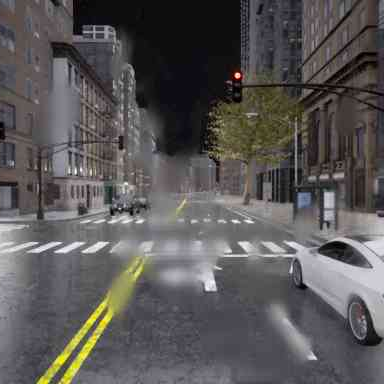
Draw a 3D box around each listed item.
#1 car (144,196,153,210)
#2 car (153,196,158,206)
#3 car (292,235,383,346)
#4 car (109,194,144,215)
[{"bbox_3d":[-6.638,1.436,43.432,1.882,1.535,5.008,0,0,0],"label":"car"},{"bbox_3d":[-6.640,1.419,54.180,2.128,1.511,4.902,0,0,0],"label":"car"},{"bbox_3d":[3.344,1.524,6.212,1.812,1.442,4.674,0,0,0],"label":"car"},{"bbox_3d":[-6.601,1.197,33.322,2.150,2.045,5.566,0,0,1],"label":"car"}]
